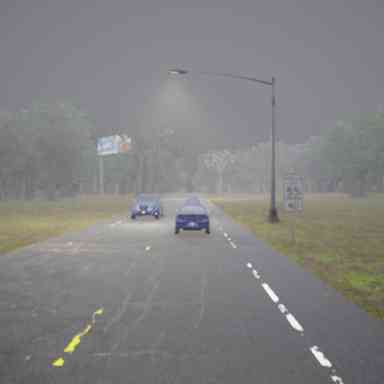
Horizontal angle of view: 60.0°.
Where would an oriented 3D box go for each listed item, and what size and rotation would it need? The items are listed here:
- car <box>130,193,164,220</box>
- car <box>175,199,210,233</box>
[{"bbox_3d":[-3.550,1.145,27.279,2.150,2.045,5.566,0,0,1],"label":"car"},{"bbox_3d":[0.042,1.447,19.298,1.882,1.535,5.008,0,1,0],"label":"car"}]
